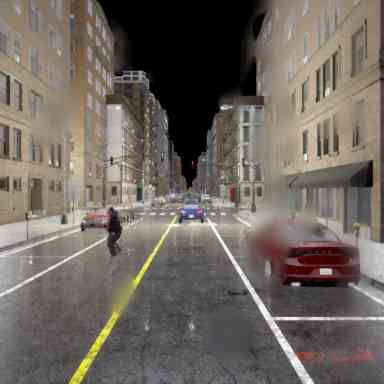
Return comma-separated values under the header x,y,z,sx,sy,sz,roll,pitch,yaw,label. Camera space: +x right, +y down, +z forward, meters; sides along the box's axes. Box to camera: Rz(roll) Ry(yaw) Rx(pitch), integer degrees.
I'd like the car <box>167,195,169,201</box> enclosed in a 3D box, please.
x,y,z,sx,sy,sz,roll,pitch,yaw,label
-5.501,1.514,58.066,1.752,1.417,4.829,0,0,0,car

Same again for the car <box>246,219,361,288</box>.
x,y,z,sx,sy,sz,roll,pitch,yaw,label
2.733,1.478,9.280,1.882,1.535,5.008,0,0,0,car

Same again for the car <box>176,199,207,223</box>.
x,y,z,sx,sy,sz,roll,pitch,yaw,label
-0.029,1.523,25.417,1.812,1.442,4.674,0,0,0,car

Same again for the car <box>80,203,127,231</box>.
x,y,z,sx,sy,sz,roll,pitch,yaw,label
-5.425,1.580,20.273,1.802,1.307,4.206,0,0,0,car

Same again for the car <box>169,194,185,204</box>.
x,y,z,sx,sy,sz,roll,pitch,yaw,label
-2.905,1.534,64.072,2.033,1.411,5.357,0,0,1,car

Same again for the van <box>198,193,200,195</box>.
x,y,z,sx,sy,sz,roll,pitch,yaw,label
2.524,1.328,63.658,1.690,1.788,3.998,0,0,0,van

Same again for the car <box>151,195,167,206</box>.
x,y,z,sx,sy,sz,roll,pitch,yaw,label
-5.487,1.541,52.830,2.008,1.369,4.403,0,0,0,car

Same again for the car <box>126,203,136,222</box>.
x,y,z,sx,sy,sz,roll,pitch,yaw,label
-5.435,1.548,25.954,2.008,1.369,4.403,0,0,0,car

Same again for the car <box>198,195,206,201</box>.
x,y,z,sx,sy,sz,roll,pitch,yaw,label
2.490,1.548,85.283,1.947,1.339,4.313,0,0,0,car

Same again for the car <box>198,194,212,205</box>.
x,y,z,sx,sy,sz,roll,pitch,yaw,label
2.533,1.539,58.252,2.008,1.369,4.403,0,0,0,car

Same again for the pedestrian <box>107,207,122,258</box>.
x,y,z,sx,sy,sz,roll,pitch,yaw,label
-2.658,1.293,11.323,0.375,1.860,0.375,0,0,-10,pedestrian

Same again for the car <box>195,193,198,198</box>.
x,y,z,sx,sy,sz,roll,pitch,yaw,label
2.499,1.298,79.877,2.192,1.841,5.009,0,0,0,car
